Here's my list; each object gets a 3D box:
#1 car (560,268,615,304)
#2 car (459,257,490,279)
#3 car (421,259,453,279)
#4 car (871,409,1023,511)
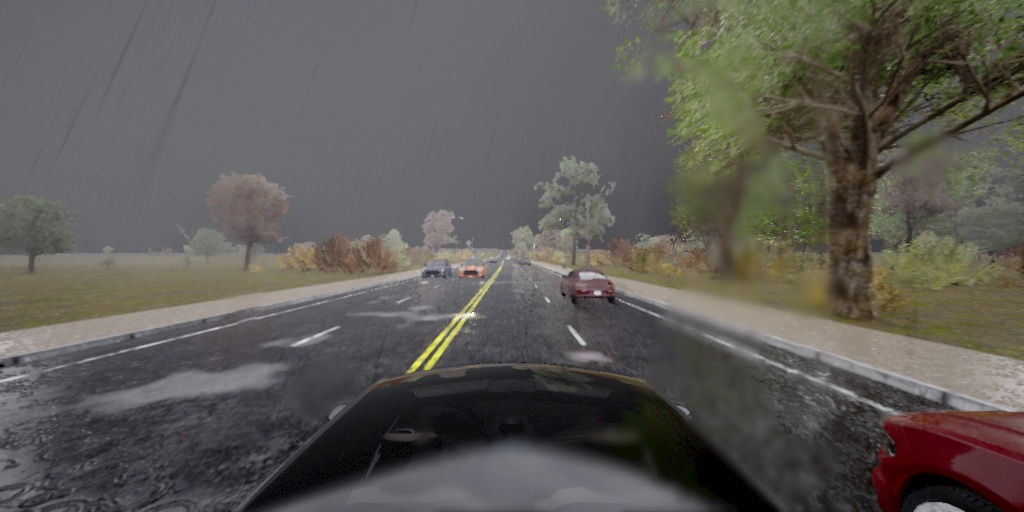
[{"bbox_3d":[3.333,1.274,16.289,1.812,1.442,4.674,0,0,0],"label":"car"},{"bbox_3d":[-3.415,1.092,31.798,2.097,1.767,4.553,0,0,0],"label":"car"},{"bbox_3d":[-6.666,1.092,32.192,2.097,1.767,4.553,0,0,0],"label":"car"},{"bbox_3d":[3.351,1.227,0.302,1.882,1.535,5.008,0,0,0],"label":"car"}]
